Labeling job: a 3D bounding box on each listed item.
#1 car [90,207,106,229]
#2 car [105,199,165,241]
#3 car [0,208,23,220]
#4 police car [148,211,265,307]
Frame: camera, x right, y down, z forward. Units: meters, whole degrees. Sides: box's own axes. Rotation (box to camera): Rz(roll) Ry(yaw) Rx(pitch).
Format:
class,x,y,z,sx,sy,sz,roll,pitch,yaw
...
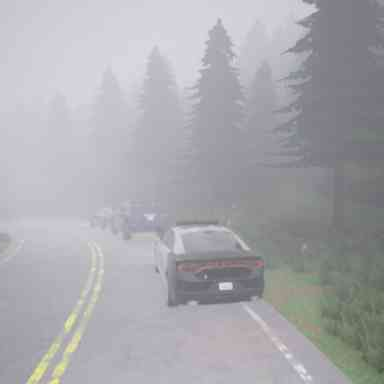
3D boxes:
class,x,y,z,sx,sy,sz,roll,pitch,yaw
car,-6.001,1.805,24.053,1.812,1.442,4.674,-3,0,-32
car,-3.060,1.403,18.446,2.150,2.045,5.566,-2,0,-24
car,-22.396,2.623,40.511,4.718,1.301,1.895,-3,1,44
police car,0.110,1.490,8.429,1.930,1.638,5.238,-1,0,-11
